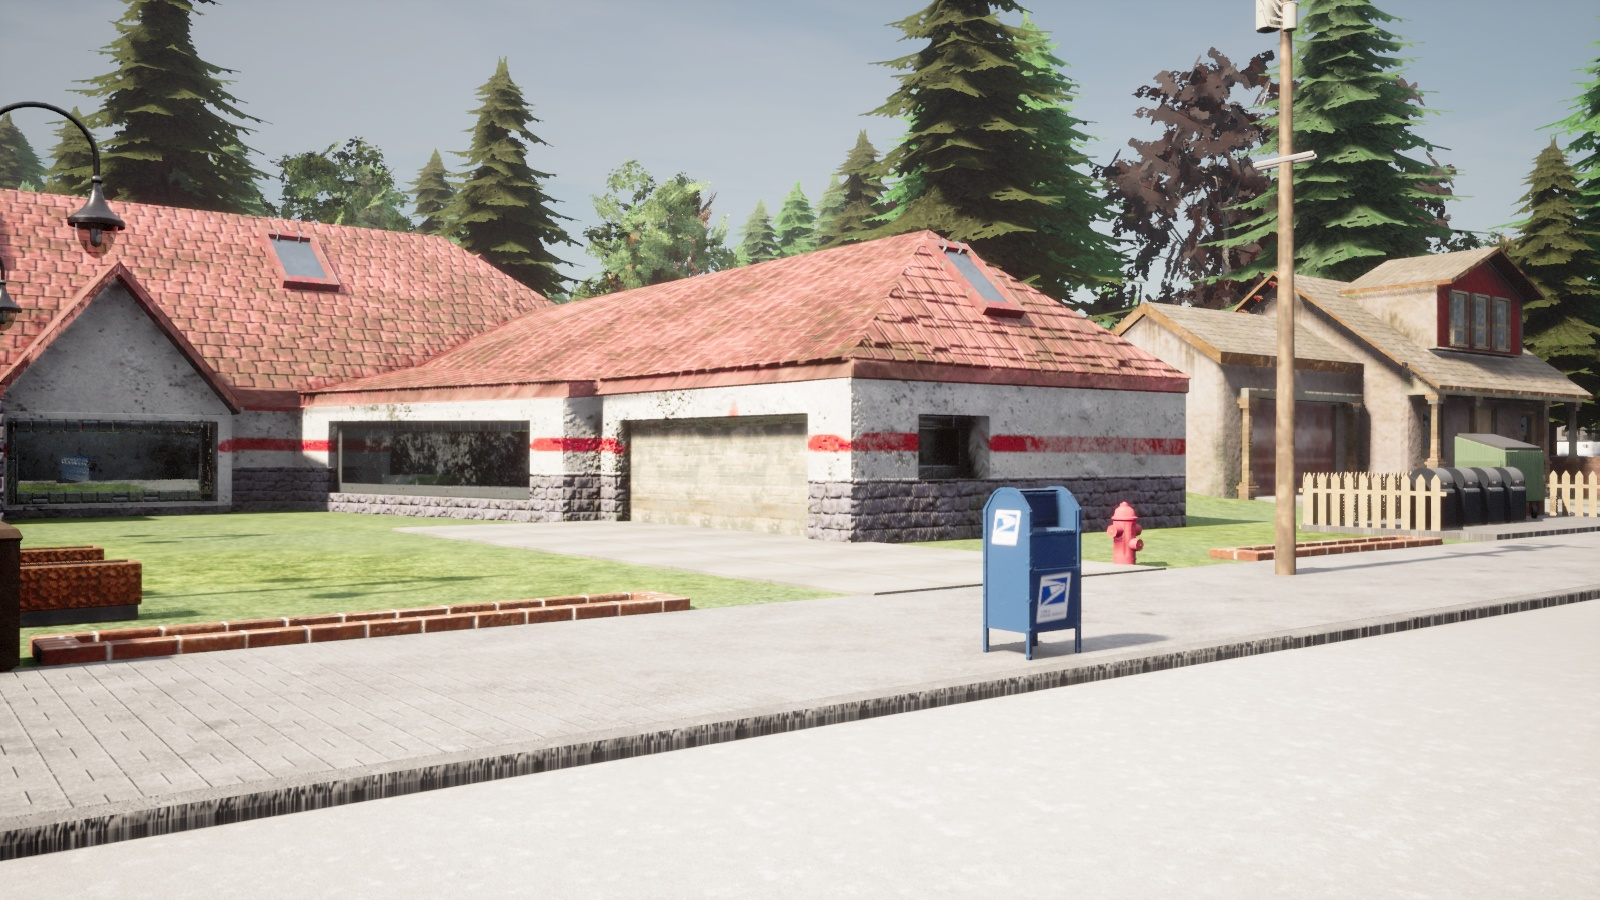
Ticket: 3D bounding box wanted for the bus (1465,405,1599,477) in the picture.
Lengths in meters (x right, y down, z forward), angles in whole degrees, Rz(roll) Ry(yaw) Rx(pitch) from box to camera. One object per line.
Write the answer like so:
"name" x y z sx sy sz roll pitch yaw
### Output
"bus" 47.497 -0.542 77.922 3.944 4.253 10.273 0 0 -37
